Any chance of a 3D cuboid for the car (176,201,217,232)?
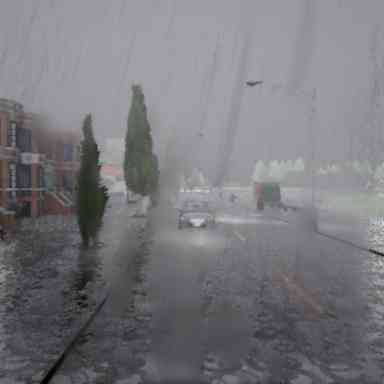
[{"bbox_3d":[0.217,1.237,18.117,2.128,1.511,4.902,0,1,-1],"label":"car"}]
